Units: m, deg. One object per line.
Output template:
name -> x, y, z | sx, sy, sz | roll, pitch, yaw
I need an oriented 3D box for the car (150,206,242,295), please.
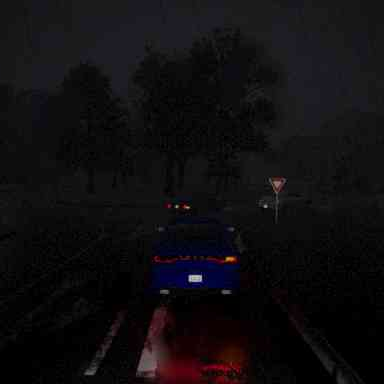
car -> 0.106, 1.381, 8.617 | 1.882, 1.535, 5.008 | 0, 2, 1

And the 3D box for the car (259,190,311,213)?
car -> 6.697, 0.599, 23.848 | 4.674, 1.442, 1.812 | -4, 6, -41

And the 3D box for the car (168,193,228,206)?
car -> 0.448, 0.759, 22.193 | 2.033, 1.411, 5.357 | 3, 6, 32
